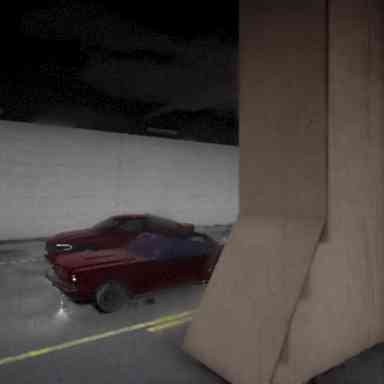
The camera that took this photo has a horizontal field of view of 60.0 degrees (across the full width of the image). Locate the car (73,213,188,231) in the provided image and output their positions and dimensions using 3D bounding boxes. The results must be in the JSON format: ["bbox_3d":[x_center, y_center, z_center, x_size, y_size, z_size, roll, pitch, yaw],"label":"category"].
[{"bbox_3d":[-2.167,1.478,11.046,5.008,1.535,1.882,0,0,-36],"label":"car"}]

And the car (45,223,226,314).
[{"bbox_3d":[-0.763,1.601,7.747,4.718,1.301,1.895,0,0,-35],"label":"car"}]
